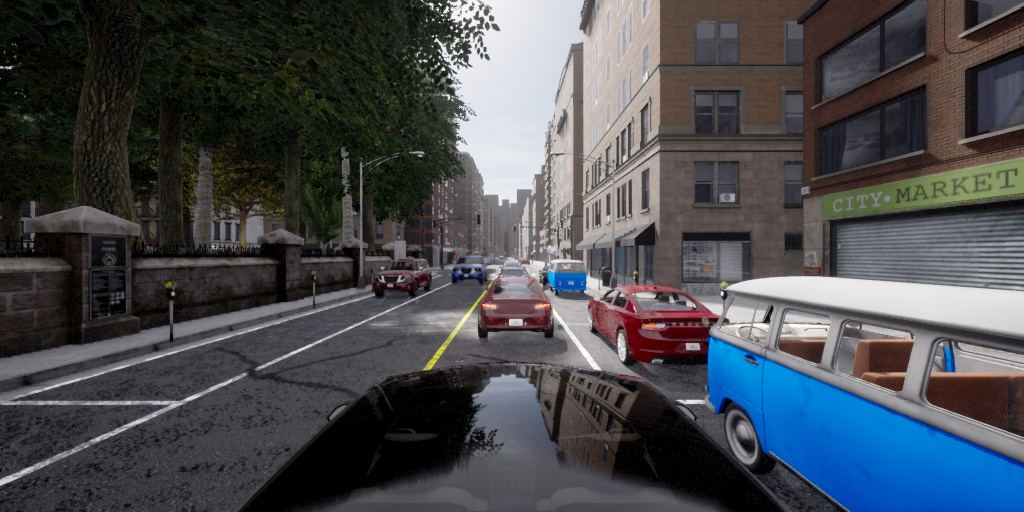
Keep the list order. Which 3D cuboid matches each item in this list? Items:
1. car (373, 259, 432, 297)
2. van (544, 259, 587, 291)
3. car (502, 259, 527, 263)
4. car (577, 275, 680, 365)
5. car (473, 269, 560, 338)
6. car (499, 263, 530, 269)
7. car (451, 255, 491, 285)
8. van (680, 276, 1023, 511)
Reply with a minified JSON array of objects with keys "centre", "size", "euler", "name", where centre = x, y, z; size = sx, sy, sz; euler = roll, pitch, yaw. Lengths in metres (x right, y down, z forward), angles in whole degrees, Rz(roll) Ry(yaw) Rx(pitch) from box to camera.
[{"centre":[-5.658,1.059,19.177],"size":[2.192,1.841,5.009],"euler":[0,0,0],"name":"car"},{"centre":[2.867,1.086,19.212],"size":[1.690,1.789,3.998],"euler":[0,0,0],"name":"van"},{"centre":[0.020,1.242,29.417],"size":[1.837,1.490,4.892],"euler":[0,0,0],"name":"car"},{"centre":[2.860,1.294,7.891],"size":[1.888,1.381,4.507],"euler":[0,0,0],"name":"car"},{"centre":[0.100,1.275,10.093],"size":[1.812,1.442,4.674],"euler":[0,0,0],"name":"car"},{"centre":[0.107,1.292,19.672],"size":[2.033,1.411,5.357],"euler":[0,0,1],"name":"car"},{"centre":[-3.014,0.963,26.571],"size":[2.150,2.045,5.566],"euler":[0,0,1],"name":"car"},{"centre":[2.857,1.091,2.230],"size":[1.690,1.789,3.998],"euler":[0,0,0],"name":"van"}]
